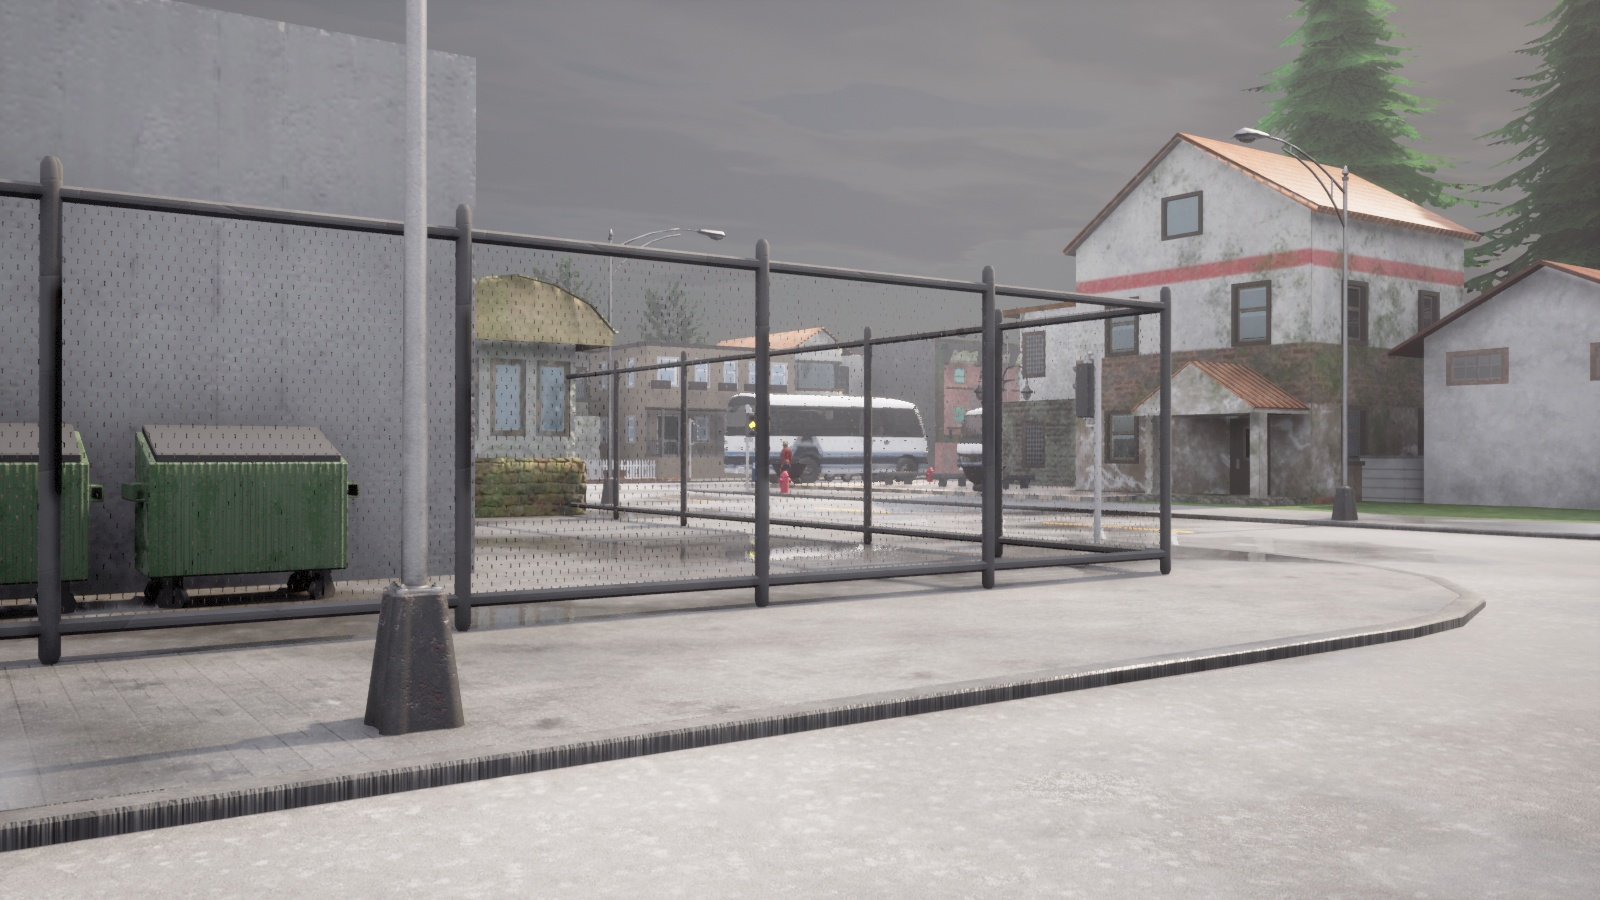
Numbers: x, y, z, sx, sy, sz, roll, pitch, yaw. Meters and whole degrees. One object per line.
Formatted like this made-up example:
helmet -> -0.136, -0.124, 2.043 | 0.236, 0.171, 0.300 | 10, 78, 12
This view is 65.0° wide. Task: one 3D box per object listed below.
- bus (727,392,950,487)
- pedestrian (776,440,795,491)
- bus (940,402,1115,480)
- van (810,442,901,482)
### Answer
bus -> 1.934, -0.487, 60.728 | 10.273, 4.253, 3.944 | 0, 0, -31
pedestrian -> -0.533, 0.564, 46.224 | 0.636, 1.846, 0.331 | 0, 0, 39
bus -> 13.354, -0.481, 73.223 | 10.273, 4.253, 3.944 | 0, 0, -35
van -> 2.929, 0.624, 66.090 | 4.480, 2.038, 2.069 | 0, 0, -35
